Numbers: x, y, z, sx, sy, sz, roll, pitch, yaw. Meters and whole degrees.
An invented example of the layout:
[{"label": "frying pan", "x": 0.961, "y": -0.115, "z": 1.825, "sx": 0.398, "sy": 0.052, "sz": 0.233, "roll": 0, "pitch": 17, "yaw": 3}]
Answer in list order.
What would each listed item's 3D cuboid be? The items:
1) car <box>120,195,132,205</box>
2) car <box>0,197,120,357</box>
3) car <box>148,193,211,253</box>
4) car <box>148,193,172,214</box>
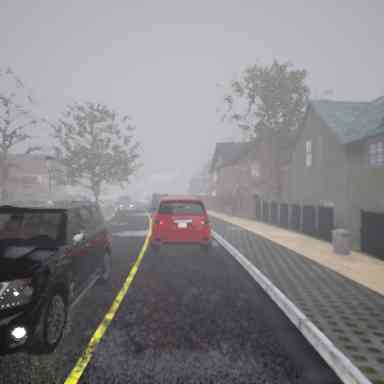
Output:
[{"label": "car", "x": -11.301, "y": 1.258, "z": 56.151, "sx": 2.097, "sy": 1.767, "sz": 4.553, "roll": 0, "pitch": 0, "yaw": -16}, {"label": "car", "x": -3.043, "y": 1.217, "z": 6.400, "sx": 2.150, "sy": 2.045, "sz": 5.566, "roll": 0, "pitch": 0, "yaw": -2}, {"label": "car", "x": -0.525, "y": 1.207, "z": 13.889, "sx": 2.150, "sy": 2.045, "sz": 5.566, "roll": 0, "pitch": 0, "yaw": -4}, {"label": "car", "x": -3.608, "y": 1.176, "z": 36.839, "sx": 2.150, "sy": 2.045, "sz": 5.566, "roll": 0, "pitch": 0, "yaw": -11}]
